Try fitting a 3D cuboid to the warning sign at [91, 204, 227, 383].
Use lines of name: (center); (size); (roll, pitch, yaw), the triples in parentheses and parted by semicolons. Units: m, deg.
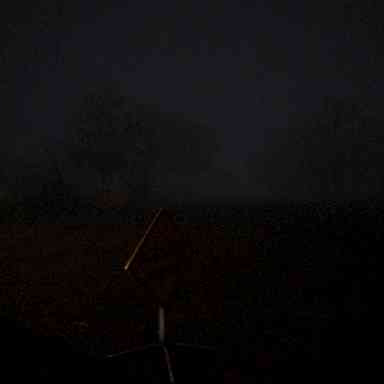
warning sign: (-0.369, 1.112, 4.177); (1.060, 1.860, 1.300); (-1, 0, 35)
